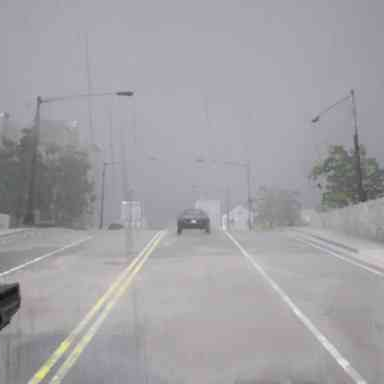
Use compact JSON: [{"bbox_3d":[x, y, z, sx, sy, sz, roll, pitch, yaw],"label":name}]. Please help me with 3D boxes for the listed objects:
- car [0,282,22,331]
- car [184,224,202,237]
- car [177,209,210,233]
[{"bbox_3d":[-3.595,1.615,2.972,1.895,1.301,4.718,0,0,0],"label":"car"},{"bbox_3d":[0.110,4.642,39.390,1.895,1.301,4.718,0,-9,0],"label":"car"},{"bbox_3d":[0.102,1.798,21.200,1.994,1.385,4.181,0,-4,0],"label":"car"}]
